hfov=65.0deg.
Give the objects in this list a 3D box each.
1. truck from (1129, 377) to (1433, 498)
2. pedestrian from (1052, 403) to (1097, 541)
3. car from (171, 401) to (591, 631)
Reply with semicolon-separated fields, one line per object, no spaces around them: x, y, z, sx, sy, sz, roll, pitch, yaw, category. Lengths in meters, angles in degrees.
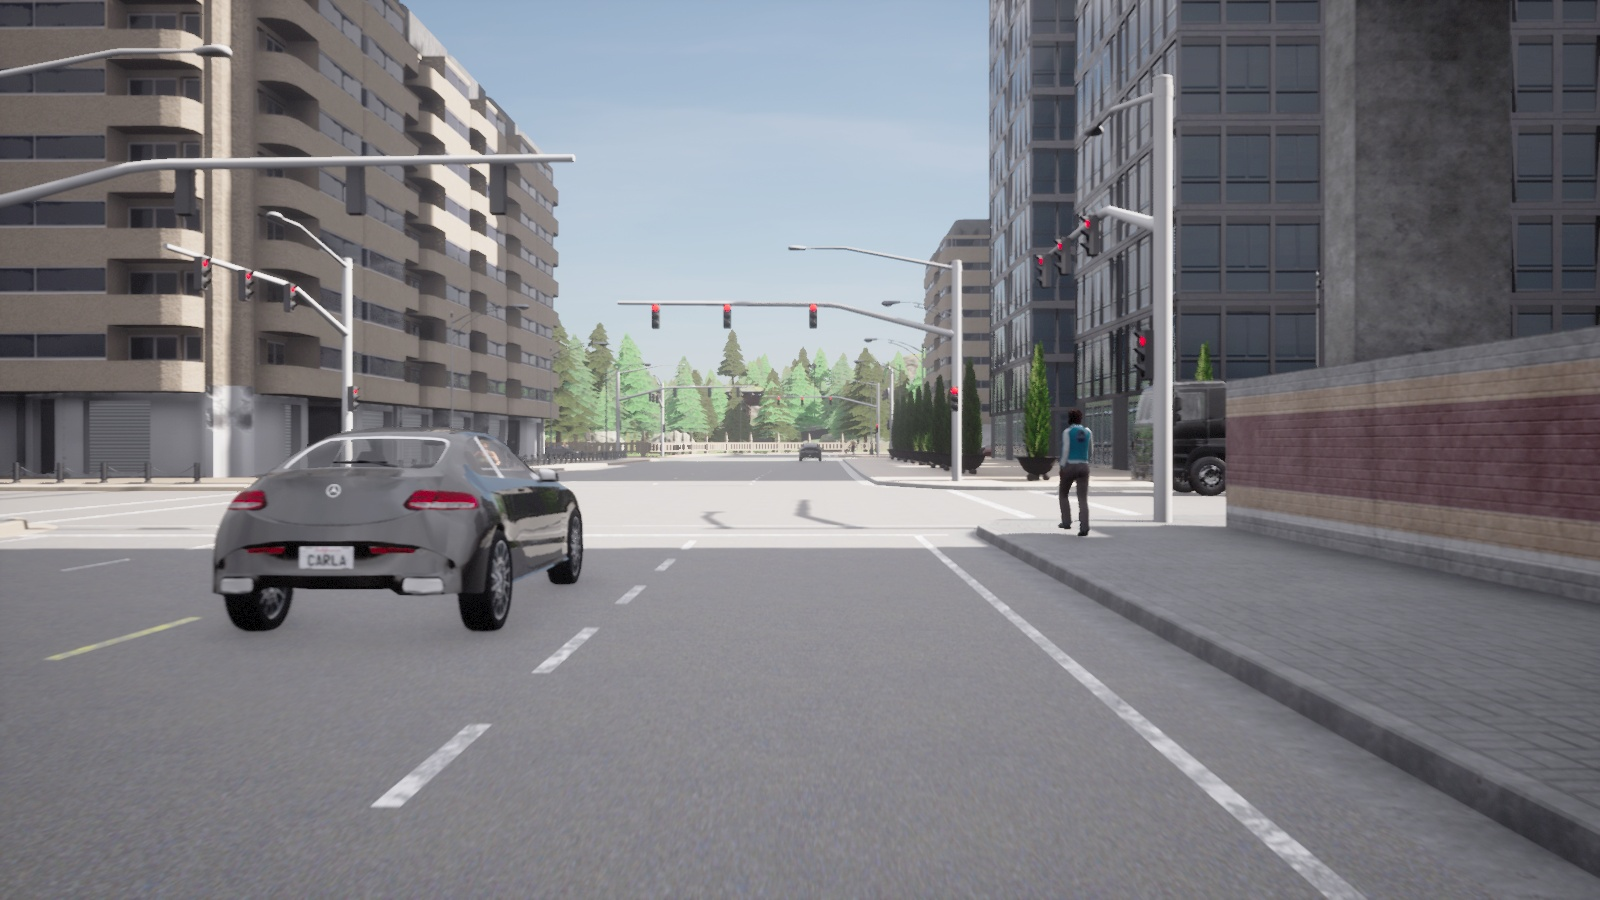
14.159;-0.379;37.426;7.936;3.462;2.891;0;0;1;truck
3.912;0.304;17.926;0.396;1.930;0.692;0;0;-10;pedestrian
-3.419;0.457;11.518;2.152;1.651;5.027;0;0;0;car
